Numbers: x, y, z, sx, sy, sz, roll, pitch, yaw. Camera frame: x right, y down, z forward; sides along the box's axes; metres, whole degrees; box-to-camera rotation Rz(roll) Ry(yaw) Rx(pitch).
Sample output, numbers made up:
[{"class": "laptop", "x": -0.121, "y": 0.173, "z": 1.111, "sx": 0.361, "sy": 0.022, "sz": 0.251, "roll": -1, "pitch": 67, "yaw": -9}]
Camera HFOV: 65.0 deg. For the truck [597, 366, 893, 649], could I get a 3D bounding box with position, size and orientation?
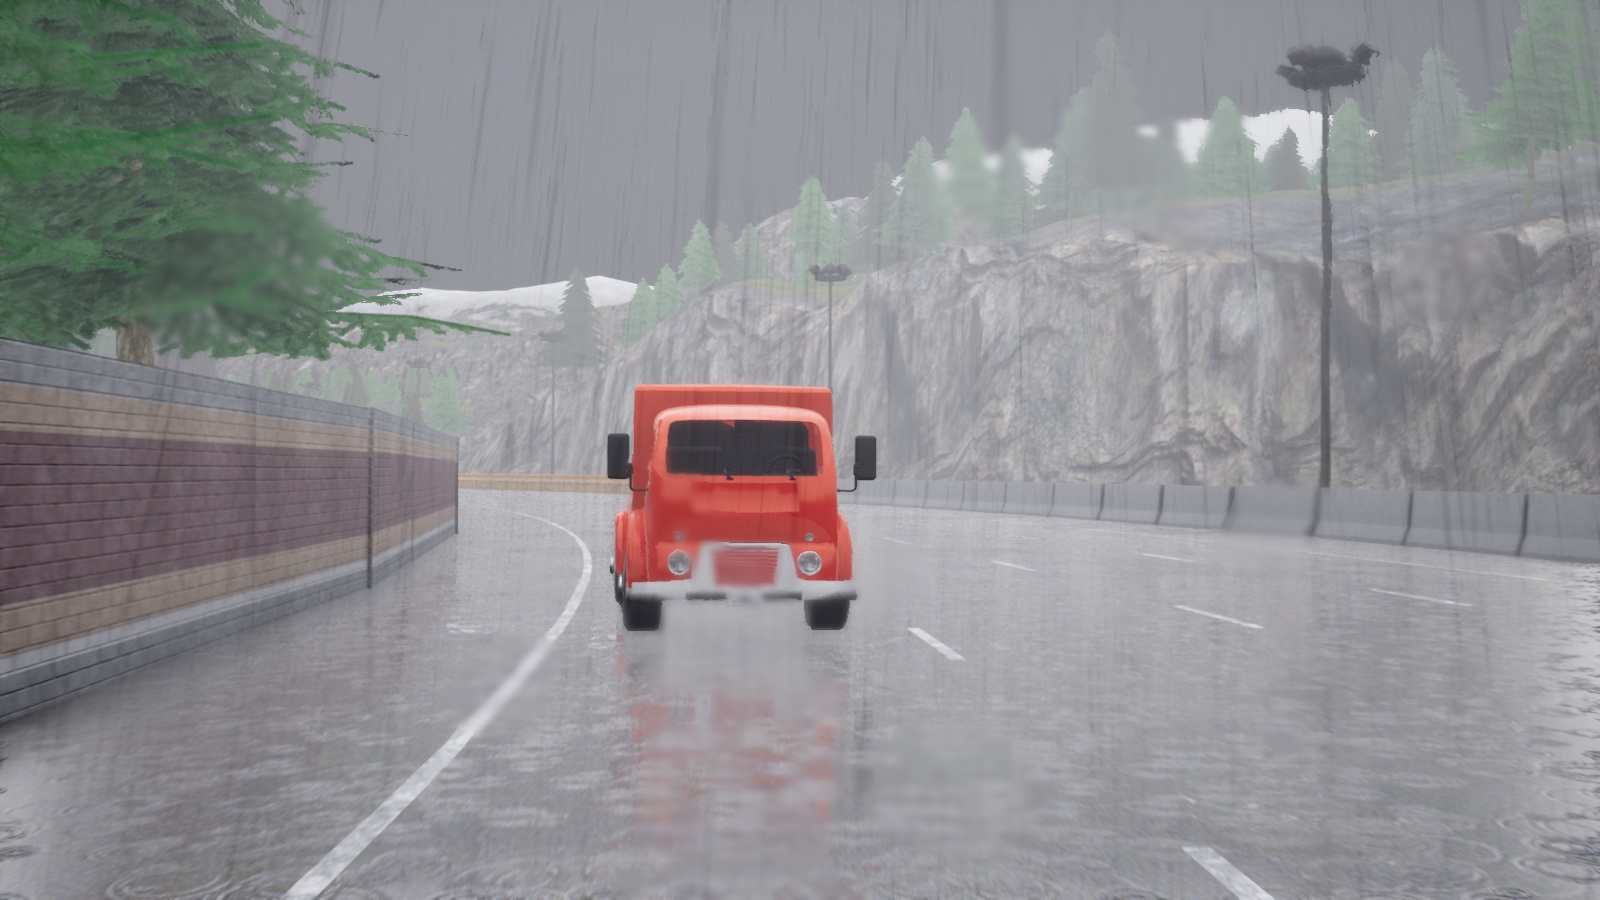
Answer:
[{"class": "truck", "x": -0.779, "y": 0.570, "z": 13.710, "sx": 2.627, "sy": 2.467, "sz": 5.204, "roll": 0, "pitch": -2, "yaw": -7}]
